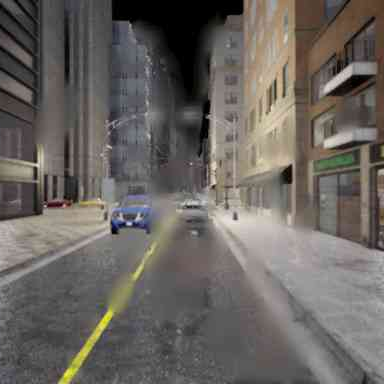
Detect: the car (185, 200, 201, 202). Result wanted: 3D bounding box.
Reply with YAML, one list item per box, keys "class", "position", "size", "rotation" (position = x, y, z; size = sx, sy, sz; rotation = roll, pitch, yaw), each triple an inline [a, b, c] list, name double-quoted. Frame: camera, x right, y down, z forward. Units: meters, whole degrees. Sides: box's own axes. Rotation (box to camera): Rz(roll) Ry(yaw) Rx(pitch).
- class: "car"
  position: [0.085, 1.436, 28.571]
  size: [2.128, 1.511, 4.902]
  rotation: [0, 0, 0]

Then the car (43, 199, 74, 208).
- class: "car"
  position: [-19.873, 1.662, 49.277]
  size: [4.507, 1.381, 1.887]
  rotation: [-1, 0, 0]

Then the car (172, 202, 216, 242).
- class: "car"
  position: [0.093, 1.475, 16.182]
  size: [1.837, 1.490, 4.892]
  rotation: [0, 0, 0]

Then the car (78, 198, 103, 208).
- class: "car"
  position: [-14.419, 1.589, 49.311]
  size: [4.829, 1.417, 1.752]
  rotation: [-1, 0, 0]

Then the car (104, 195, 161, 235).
- class: "car"
  position: [-3.020, 1.191, 18.859]
  size: [2.150, 2.045, 5.566]
  rotation: [0, 0, 0]
